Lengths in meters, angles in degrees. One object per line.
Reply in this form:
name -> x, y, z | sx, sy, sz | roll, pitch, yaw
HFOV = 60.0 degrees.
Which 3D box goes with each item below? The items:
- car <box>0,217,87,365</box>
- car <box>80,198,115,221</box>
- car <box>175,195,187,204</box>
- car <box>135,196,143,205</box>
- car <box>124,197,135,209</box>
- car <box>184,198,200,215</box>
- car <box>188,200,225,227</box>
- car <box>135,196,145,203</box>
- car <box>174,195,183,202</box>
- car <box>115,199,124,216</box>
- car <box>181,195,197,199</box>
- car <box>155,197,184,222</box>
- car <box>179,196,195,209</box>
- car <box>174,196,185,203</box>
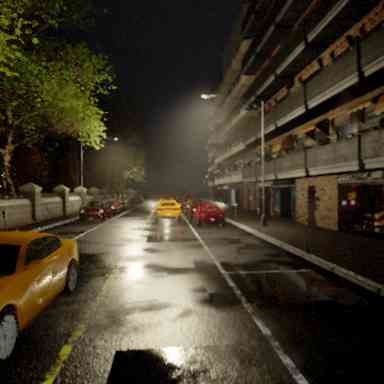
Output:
car -> -3.489, 1.494, 5.931 | 1.882, 1.535, 5.008 | 0, 0, -4
car -> -7.746, 1.456, 26.965 | 1.967, 1.590, 4.097 | -1, 0, -5
car -> -2.044, 1.370, 61.300 | 1.967, 1.590, 4.097 | -1, 0, -4
car -> -10.384, 1.524, 60.472 | 1.752, 1.417, 4.829 | -1, 0, -4
car -> -9.070, 1.556, 43.803 | 2.008, 1.369, 4.403 | -1, 0, -5
car -> 0.609, 1.492, 27.624 | 1.887, 1.381, 4.507 | -1, 0, -4
car -> 1.052, 1.496, 22.011 | 1.887, 1.381, 4.507 | -1, 0, -5
car -> -11.268, 1.524, 71.699 | 1.752, 1.417, 4.829 | -1, 0, -5
car -> -2.941, 1.455, 72.697 | 1.752, 1.417, 4.829 | -1, 0, -5
car -> -8.188, 1.452, 32.576 | 1.967, 1.590, 4.097 | -1, 0, -4
car -> 0.167, 1.384, 33.235 | 1.967, 1.590, 4.097 | -1, 0, -5
car -> -1.896, 1.447, 26.390 | 1.882, 1.535, 5.008 | 0, 0, -4
car -> -0.718, 1.376, 44.462 | 1.967, 1.590, 4.097 | -1, 0, -5
car -> -2.484, 1.495, 66.914 | 1.947, 1.339, 4.313 | -1, 0, -5
